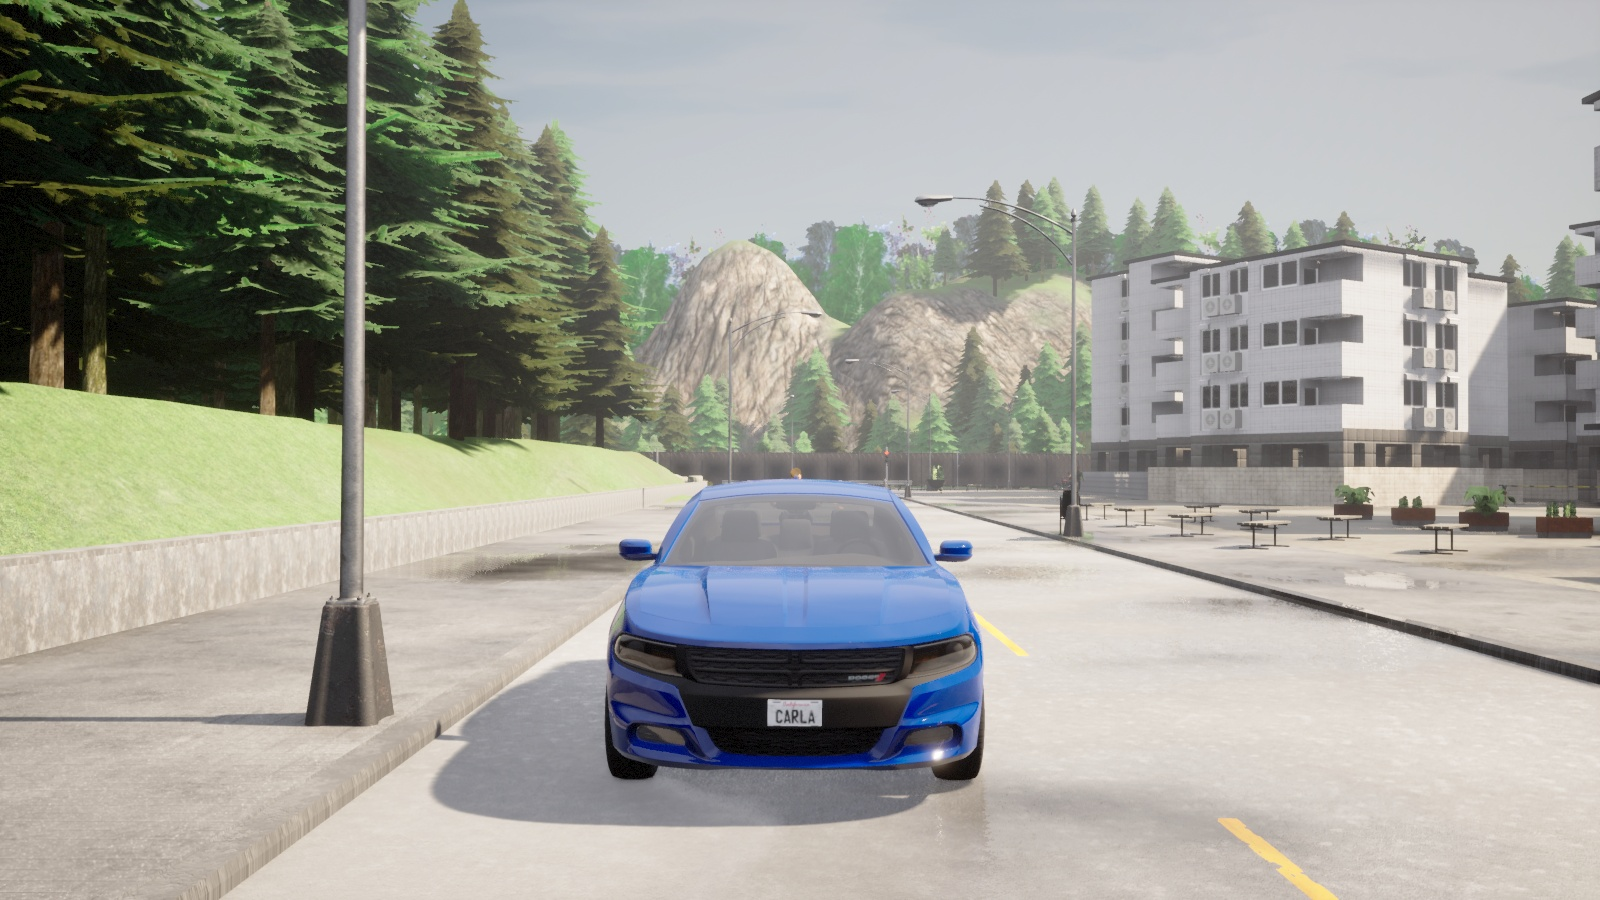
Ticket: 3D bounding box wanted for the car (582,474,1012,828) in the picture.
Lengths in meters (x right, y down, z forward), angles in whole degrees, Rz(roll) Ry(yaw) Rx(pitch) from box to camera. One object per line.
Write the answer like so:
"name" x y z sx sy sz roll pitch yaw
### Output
"car" -0.021 0.927 8.026 1.882 1.535 5.008 0 -1 0
